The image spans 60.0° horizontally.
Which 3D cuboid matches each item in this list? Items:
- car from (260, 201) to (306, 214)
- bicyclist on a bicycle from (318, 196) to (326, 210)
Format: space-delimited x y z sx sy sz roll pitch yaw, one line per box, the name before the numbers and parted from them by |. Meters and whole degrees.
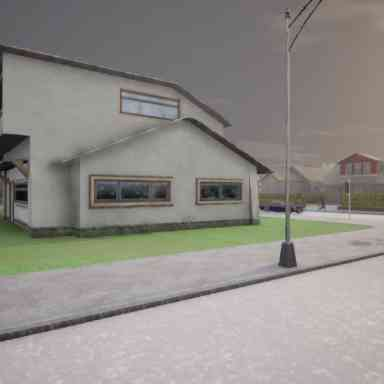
car | 9.404 1.601 34.730 1.895 1.301 4.718 0 0 -35
bicyclist on a bicycle | 15.762 1.349 40.277 1.656 1.620 0.582 0 0 -35
